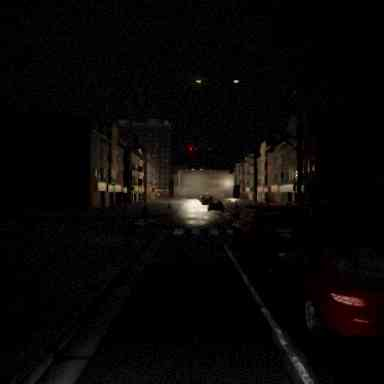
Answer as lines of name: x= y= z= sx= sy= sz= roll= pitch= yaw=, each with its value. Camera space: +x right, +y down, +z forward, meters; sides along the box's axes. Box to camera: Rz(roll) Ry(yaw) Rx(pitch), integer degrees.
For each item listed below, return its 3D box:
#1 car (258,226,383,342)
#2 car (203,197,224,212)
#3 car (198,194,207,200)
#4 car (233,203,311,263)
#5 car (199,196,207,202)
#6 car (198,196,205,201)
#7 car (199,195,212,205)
car: x=2.647 y=1.578 z=6.321 sx=1.802 sy=1.307 sz=4.206 roll=1 pitch=0 yaw=0
car: x=2.650 y=1.554 z=38.200 sx=1.887 sy=1.381 sz=4.507 roll=1 pitch=0 yaw=0
car: x=2.655 y=1.361 z=59.949 sx=2.192 sy=1.841 sz=5.009 roll=0 pitch=0 yaw=0
car: x=2.650 y=1.310 z=11.769 sx=2.192 sy=1.841 sz=5.009 roll=1 pitch=0 yaw=0
car: x=2.655 y=1.656 z=81.699 sx=2.008 sy=1.369 sz=4.403 roll=0 pitch=0 yaw=0
car: x=2.656 y=1.709 z=92.574 sx=1.947 sy=1.339 sz=4.313 roll=0 pitch=0 yaw=0
car: x=2.652 y=1.580 z=54.512 sx=1.887 sy=1.381 sz=4.507 roll=0 pitch=0 yaw=0
